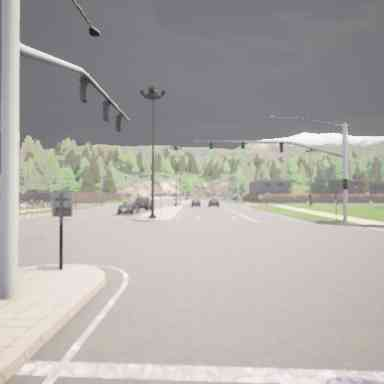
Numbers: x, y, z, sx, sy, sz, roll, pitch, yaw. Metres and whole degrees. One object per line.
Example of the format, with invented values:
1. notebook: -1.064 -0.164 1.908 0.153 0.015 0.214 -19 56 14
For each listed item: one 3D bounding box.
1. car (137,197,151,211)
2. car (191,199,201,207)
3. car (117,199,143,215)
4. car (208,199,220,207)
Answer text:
1. car: -7.495 1.771 50.655 2.150 2.045 5.566 0 -1 1
2. car: 0.760 2.204 65.405 2.128 1.511 4.902 0 -1 1
3. car: -7.646 1.924 39.925 2.128 1.511 4.902 0 -1 1
4. car: 4.259 2.065 65.337 2.097 1.767 4.553 0 -1 1
